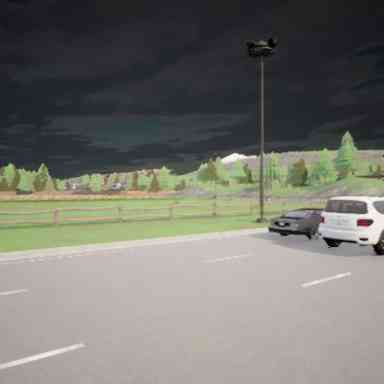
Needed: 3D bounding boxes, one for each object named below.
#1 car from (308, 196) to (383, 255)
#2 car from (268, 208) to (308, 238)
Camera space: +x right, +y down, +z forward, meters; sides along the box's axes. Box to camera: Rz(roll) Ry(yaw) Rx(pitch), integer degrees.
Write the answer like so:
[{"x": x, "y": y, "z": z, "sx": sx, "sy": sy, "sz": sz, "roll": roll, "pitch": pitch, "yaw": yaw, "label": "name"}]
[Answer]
[{"x": 7.387, "y": 1.187, "z": 13.320, "sx": 5.566, "sy": 2.045, "sz": 2.150, "roll": 0, "pitch": 0, "yaw": -36, "label": "car"}, {"x": 6.176, "y": 1.509, "z": 16.753, "sx": 5.357, "sy": 1.411, "sz": 2.033, "roll": 0, "pitch": 0, "yaw": -36, "label": "car"}]
